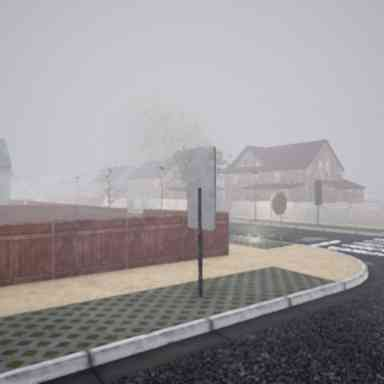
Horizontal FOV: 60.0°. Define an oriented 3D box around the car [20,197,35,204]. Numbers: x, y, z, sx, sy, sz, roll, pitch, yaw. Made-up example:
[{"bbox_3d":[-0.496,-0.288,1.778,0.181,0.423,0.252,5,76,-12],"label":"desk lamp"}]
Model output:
[{"bbox_3d":[-39.221,2.061,80.096,1.994,1.385,4.181,0,0,-37],"label":"car"}]
